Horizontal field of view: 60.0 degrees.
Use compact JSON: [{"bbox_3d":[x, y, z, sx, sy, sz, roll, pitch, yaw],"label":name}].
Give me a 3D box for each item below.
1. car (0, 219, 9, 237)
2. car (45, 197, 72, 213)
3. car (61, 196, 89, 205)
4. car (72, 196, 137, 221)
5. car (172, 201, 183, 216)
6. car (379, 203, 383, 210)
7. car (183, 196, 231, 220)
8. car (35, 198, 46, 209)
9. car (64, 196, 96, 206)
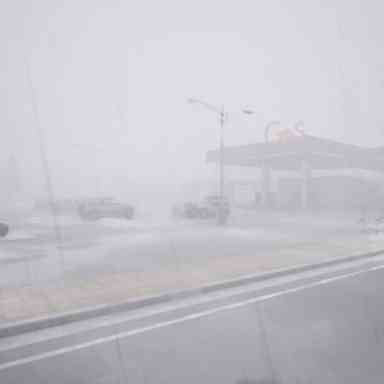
[{"bbox_3d":[-10.859,1.488,15.068,4.514,1.523,2.007,0,0,-36],"label":"car"},{"bbox_3d":[-13.459,1.512,37.079,4.514,1.523,2.007,0,0,-36],"label":"car"},{"bbox_3d":[-21.797,1.570,61.837,4.514,1.523,2.007,0,0,-36],"label":"car"},{"bbox_3d":[-6.773,1.310,26.544,4.605,1.855,1.932,0,0,-36],"label":"car"},{"bbox_3d":[0.093,1.594,31.519,3.806,1.475,1.970,0,0,-36],"label":"car"},{"bbox_3d":[29.475,1.790,47.843,2.242,1.667,4.611,0,0,-36],"label":"car"},{"bbox_3d":[1.535,1.308,28.462,3.866,1.878,1.905,0,0,-36],"label":"car"},{"bbox_3d":[-19.252,1.533,45.221,3.633,1.501,1.845,0,0,-36],"label":"car"},{"bbox_3d":[-19.925,1.561,59.320,5.027,1.636,2.152,0,0,-36],"label":"car"}]
